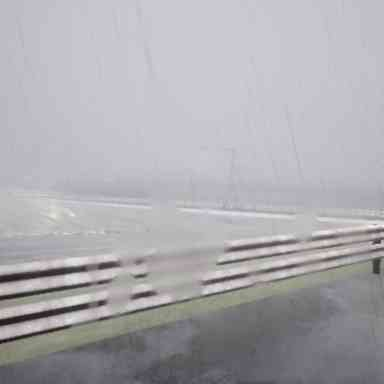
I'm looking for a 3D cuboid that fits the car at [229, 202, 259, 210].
[{"bbox_3d":[8.241,2.361,52.829,4.902,1.511,2.128,2,-2,30],"label":"car"}]
